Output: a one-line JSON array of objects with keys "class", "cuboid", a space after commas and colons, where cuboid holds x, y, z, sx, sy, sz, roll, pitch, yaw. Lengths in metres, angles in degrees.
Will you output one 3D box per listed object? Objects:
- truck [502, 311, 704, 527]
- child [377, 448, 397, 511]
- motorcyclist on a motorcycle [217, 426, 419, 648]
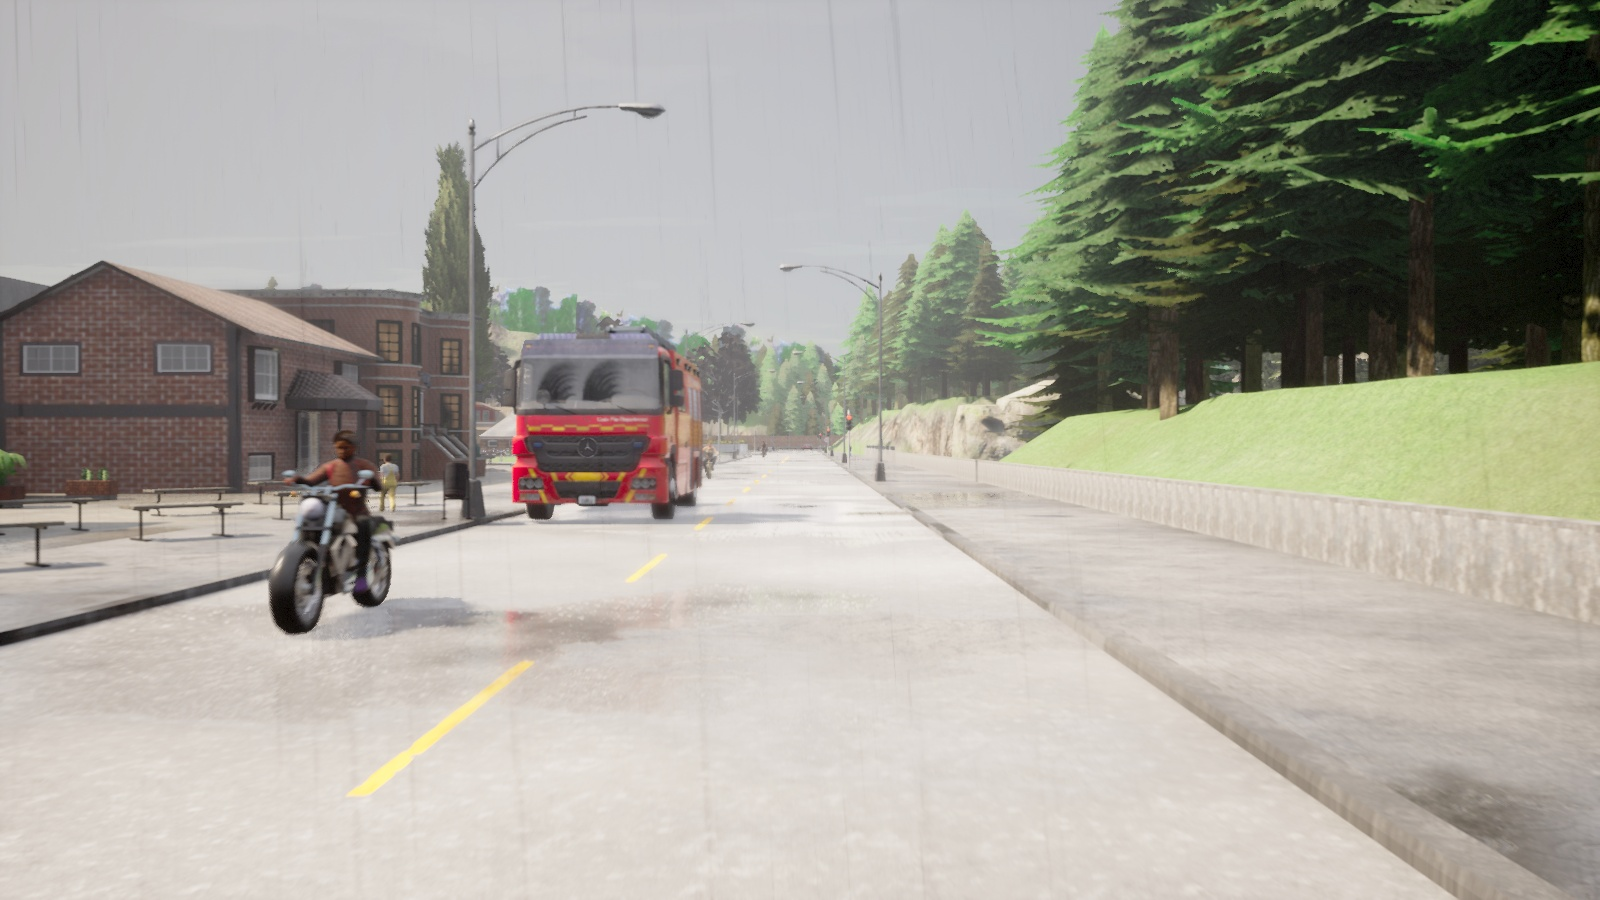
[{"class": "truck", "cuboid": [-3.831, -0.571, 26.556, 2.891, 3.827, 8.468, 0, 0, 0]}, {"class": "child", "cuboid": [-8.309, 0.587, 25.258, 0.270, 1.263, 0.437, 0, 0, -34]}, {"class": "motorcyclist on a motorcycle", "cuboid": [-3.925, 0.635, 10.476, 0.766, 1.649, 2.350, 0, 0, 0]}]
